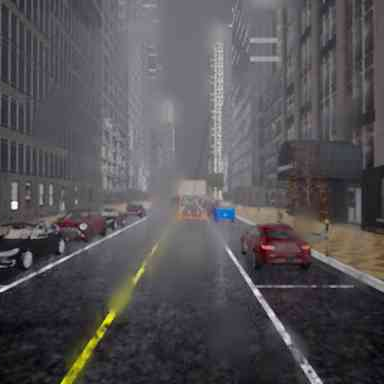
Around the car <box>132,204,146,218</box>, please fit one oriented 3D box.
[{"bbox_3d":[-5.709,1.908,34.023,1.802,1.307,4.206,0,-1,0],"label":"car"}]

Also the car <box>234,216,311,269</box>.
[{"bbox_3d":[2.684,1.697,11.257,1.802,1.307,4.206,0,-1,0],"label":"car"}]

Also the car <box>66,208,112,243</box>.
[{"bbox_3d":[-5.700,1.609,16.949,1.967,1.590,4.097,0,-1,0],"label":"car"}]

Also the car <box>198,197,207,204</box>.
[{"bbox_3d":[2.646,2.211,85.256,1.967,1.590,4.097,0,0,0],"label":"car"}]

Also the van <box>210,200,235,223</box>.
[{"bbox_3d":[2.675,1.615,28.335,1.690,1.788,3.998,0,-1,0],"label":"van"}]

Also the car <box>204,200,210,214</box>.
[{"bbox_3d":[2.669,1.961,39.717,1.802,1.307,4.206,0,-1,0],"label":"car"}]

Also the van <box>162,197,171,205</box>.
[{"bbox_3d":[-5.729,2.024,73.872,1.690,1.788,3.998,0,0,0],"label":"van"}]

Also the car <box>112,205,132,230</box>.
[{"bbox_3d":[-5.703,1.772,22.640,2.008,1.369,4.403,0,-1,0],"label":"car"}]

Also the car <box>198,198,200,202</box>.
[{"bbox_3d":[2.655,2.187,68.178,2.008,1.369,4.403,0,0,0],"label":"car"}]

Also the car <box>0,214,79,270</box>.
[{"bbox_3d":[-5.697,1.666,11.255,2.008,1.369,4.403,0,-1,0],"label":"car"}]

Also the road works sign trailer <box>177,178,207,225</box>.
[{"bbox_3d":[-0.014,0.720,26.361,2.380,3.560,2.880,0,-1,0],"label":"road works sign trailer"}]

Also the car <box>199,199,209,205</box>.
[{"bbox_3d":[2.652,2.234,73.871,2.008,1.369,4.403,0,0,0],"label":"car"}]

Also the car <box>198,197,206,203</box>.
[{"bbox_3d":[2.643,2.255,90.948,1.967,1.590,4.097,0,0,0],"label":"car"}]

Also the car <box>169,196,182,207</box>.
[{"bbox_3d":[-3.050,1.833,65.197,2.150,2.045,5.566,0,0,0],"label":"car"}]

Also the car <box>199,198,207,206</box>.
[{"bbox_3d":[2.660,2.118,56.794,1.802,1.307,4.206,0,-1,0],"label":"car"}]

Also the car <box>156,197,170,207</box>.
[{"bbox_3d":[-5.723,2.138,62.485,2.008,1.369,4.403,0,-1,0],"label":"car"}]
